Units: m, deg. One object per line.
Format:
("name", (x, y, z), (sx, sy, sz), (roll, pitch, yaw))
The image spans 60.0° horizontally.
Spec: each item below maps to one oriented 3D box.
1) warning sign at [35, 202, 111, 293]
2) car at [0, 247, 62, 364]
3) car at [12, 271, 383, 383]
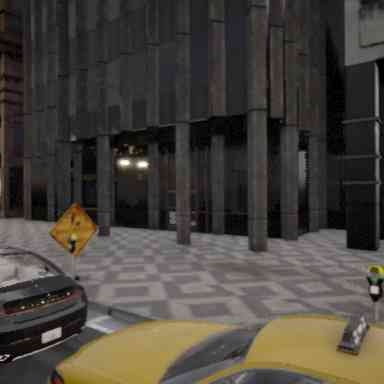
("warning sign", (-2.756, 1.180, 7.764), (1.060, 1.860, 1.300), (0, 0, 36))
("car", (-3.564, 1.609, 5.504), (4.403, 1.369, 2.008), (-1, 0, 36))
("car", (0.857, 1.531, 2.350), (4.829, 1.417, 1.752), (-1, 0, 36))
